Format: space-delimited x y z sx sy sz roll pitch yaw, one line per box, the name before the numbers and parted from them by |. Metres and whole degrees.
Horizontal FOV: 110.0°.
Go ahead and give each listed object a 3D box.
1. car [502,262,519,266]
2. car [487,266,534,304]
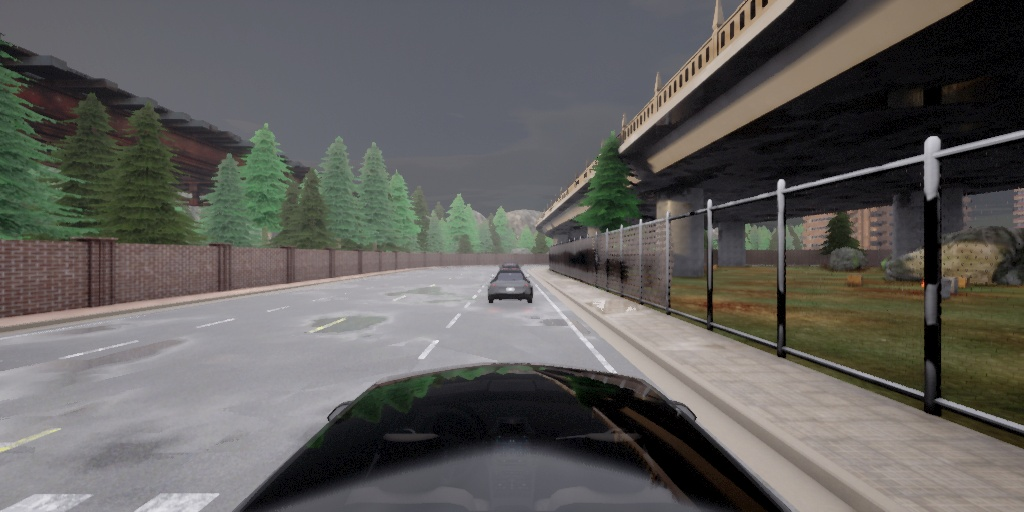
car | -0.155 1.245 31.528 2.128 1.511 4.902 0 0 0
car | -0.074 1.322 16.528 1.994 1.385 4.181 0 0 0
